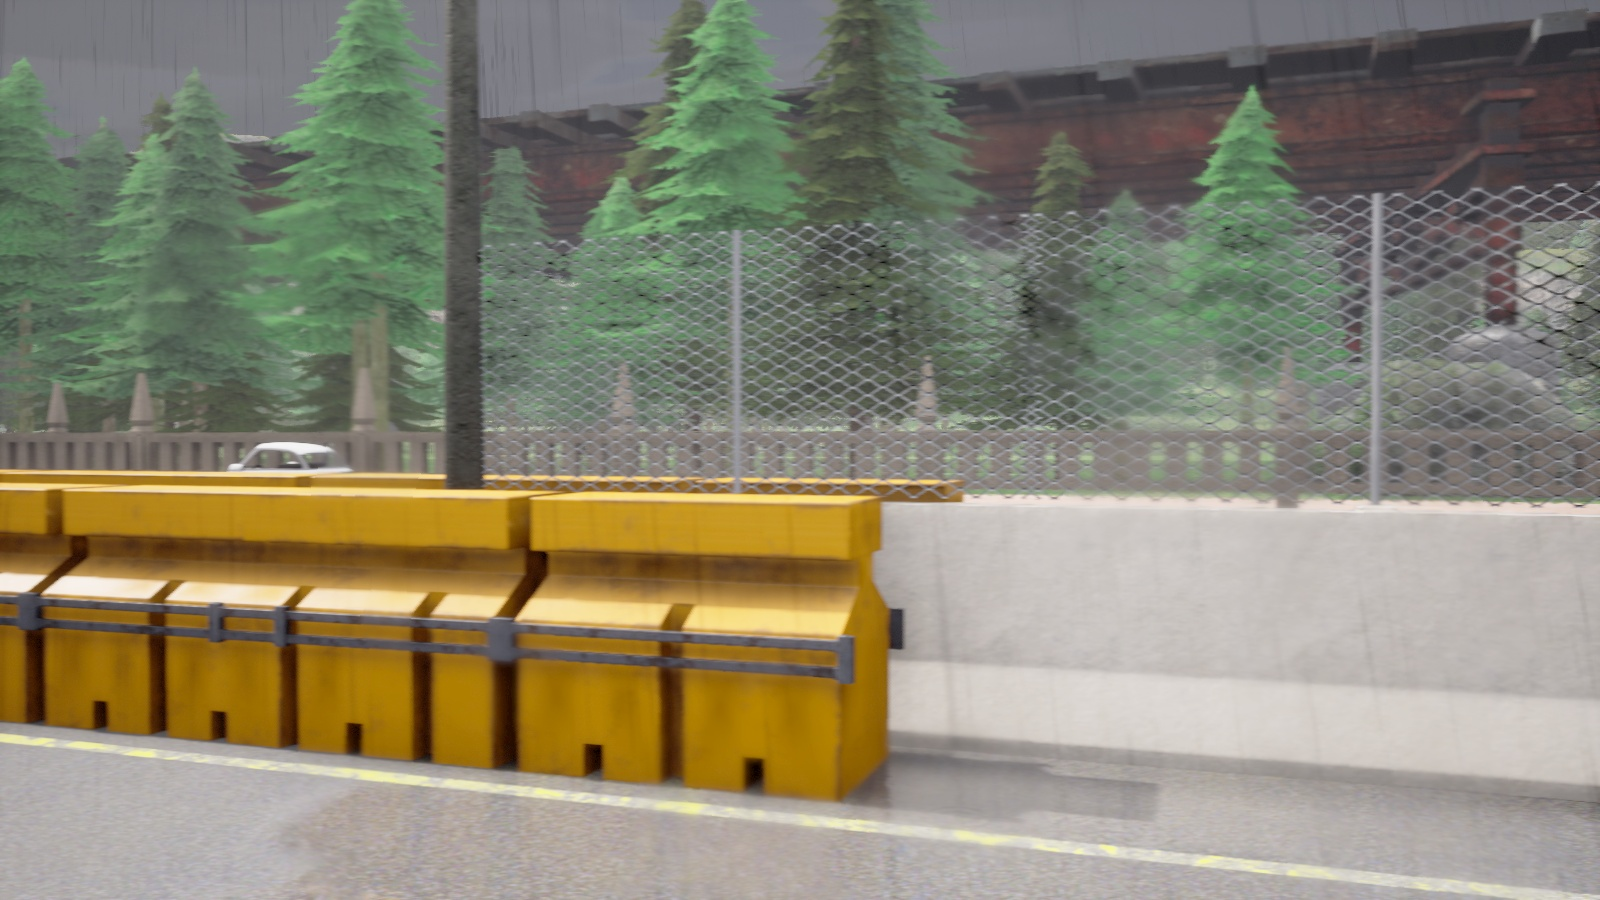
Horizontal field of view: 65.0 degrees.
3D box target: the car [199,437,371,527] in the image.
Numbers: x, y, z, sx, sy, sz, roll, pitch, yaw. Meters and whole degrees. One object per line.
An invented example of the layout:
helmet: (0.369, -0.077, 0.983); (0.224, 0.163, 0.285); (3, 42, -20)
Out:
car: (-8.527, 0.492, 20.833); (2.207, 1.376, 1.481); (1, 1, 19)
